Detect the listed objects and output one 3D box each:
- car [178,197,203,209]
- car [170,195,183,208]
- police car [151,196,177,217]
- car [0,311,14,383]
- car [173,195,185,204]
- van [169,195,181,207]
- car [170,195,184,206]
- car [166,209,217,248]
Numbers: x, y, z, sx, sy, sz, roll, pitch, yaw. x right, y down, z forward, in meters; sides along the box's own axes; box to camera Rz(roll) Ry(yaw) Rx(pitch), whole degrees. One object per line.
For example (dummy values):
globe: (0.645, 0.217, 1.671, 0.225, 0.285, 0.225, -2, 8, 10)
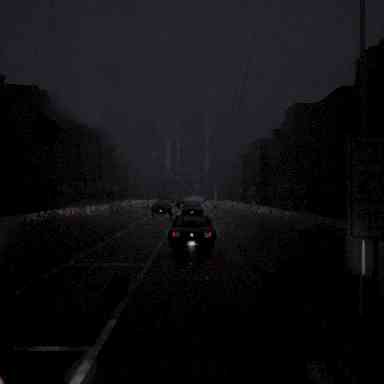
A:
car: (0.000, 1.518, 29.651, 1.882, 1.535, 5.008, 0, 0, 0)
car: (-2.632, 1.390, 46.568, 2.192, 1.841, 5.009, 0, 0, 0)
police car: (-2.750, 1.462, 31.767, 1.930, 1.638, 5.238, 0, 0, 0)
car: (-2.632, 1.565, 1.659, 1.947, 1.339, 4.313, 0, 0, 0)
car: (-2.634, 1.476, 69.024, 2.192, 1.841, 5.009, 0, 0, 0)
van: (-2.633, 1.434, 52.182, 1.690, 1.788, 3.998, 0, 0, 0)
car: (-2.634, 1.429, 57.796, 2.192, 1.841, 5.009, 0, 0, 0)
car: (0.000, 1.626, 14.680, 1.895, 1.301, 4.718, 0, 0, 0)
